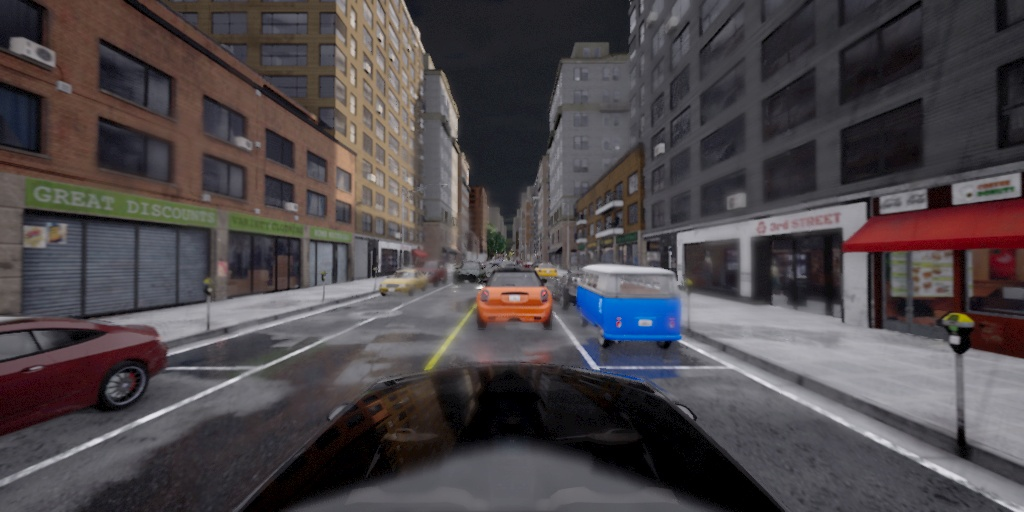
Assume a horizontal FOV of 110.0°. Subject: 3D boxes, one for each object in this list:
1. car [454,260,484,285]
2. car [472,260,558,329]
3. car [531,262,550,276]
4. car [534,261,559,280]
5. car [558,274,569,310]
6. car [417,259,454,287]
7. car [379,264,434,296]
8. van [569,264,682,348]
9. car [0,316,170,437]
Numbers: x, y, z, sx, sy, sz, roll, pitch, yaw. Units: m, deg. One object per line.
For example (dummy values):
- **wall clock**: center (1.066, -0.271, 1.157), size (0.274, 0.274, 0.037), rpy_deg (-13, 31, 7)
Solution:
- **car**: center (-3.098, 1.197, 26.920), size (2.097, 1.767, 4.553), rpy_deg (0, 0, 0)
- **car**: center (0.083, 1.138, 11.550), size (2.097, 1.767, 4.553), rpy_deg (0, 0, 0)
- **car**: center (3.149, 1.408, 40.613), size (1.837, 1.490, 4.892), rpy_deg (0, 0, 0)
- **car**: center (3.153, 1.331, 33.803), size (1.801, 1.575, 5.366), rpy_deg (0, 0, 0)
- **car**: center (2.675, 1.347, 14.550), size (2.007, 1.370, 4.403), rpy_deg (0, 0, 0)
- **car**: center (-5.855, 1.154, 25.517), size (2.192, 1.841, 5.009), rpy_deg (0, 0, 0)
- **car**: center (-5.855, 1.343, 19.855), size (1.751, 1.417, 4.829), rpy_deg (0, 0, 0)
- **van**: center (2.675, 1.117, 9.059), size (1.690, 1.789, 3.998), rpy_deg (0, 0, 0)
- **car**: center (-5.857, 1.339, 3.545), size (1.802, 1.307, 4.207), rpy_deg (0, 0, 0)
